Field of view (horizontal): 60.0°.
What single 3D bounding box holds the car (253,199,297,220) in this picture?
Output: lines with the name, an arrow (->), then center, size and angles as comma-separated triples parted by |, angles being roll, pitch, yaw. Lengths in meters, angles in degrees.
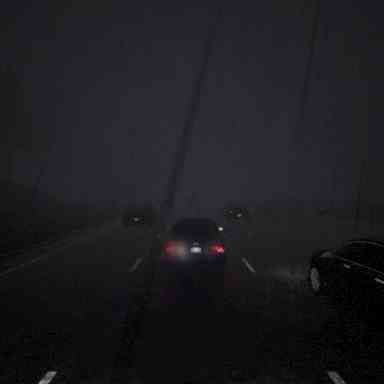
car -> 7.083, 1.622, 29.053 | 2.033, 1.411, 5.357 | 0, 0, 0

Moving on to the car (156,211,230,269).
car -> 0.101, 1.577, 11.243 | 2.033, 1.411, 5.357 | 0, 0, 0

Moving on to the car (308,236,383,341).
car -> 3.601, 1.522, 5.798 | 1.837, 1.490, 4.892 | 0, 0, 0

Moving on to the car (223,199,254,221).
car -> 3.581, 1.596, 27.463 | 1.812, 1.442, 4.674 | 0, 0, 0

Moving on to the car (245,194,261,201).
car -> 10.431, 1.365, 57.109 | 2.150, 2.045, 5.566 | 0, -1, 0

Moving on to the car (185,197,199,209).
car -> -0.025, 1.477, 48.696 | 2.097, 1.767, 4.553 | 0, 0, 0

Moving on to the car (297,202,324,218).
car -> 10.567, 1.643, 30.752 | 1.994, 1.385, 4.181 | 0, 0, 0

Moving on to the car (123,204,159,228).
car -> -3.408, 1.536, 22.827 | 1.882, 1.535, 5.008 | 0, 0, 0
